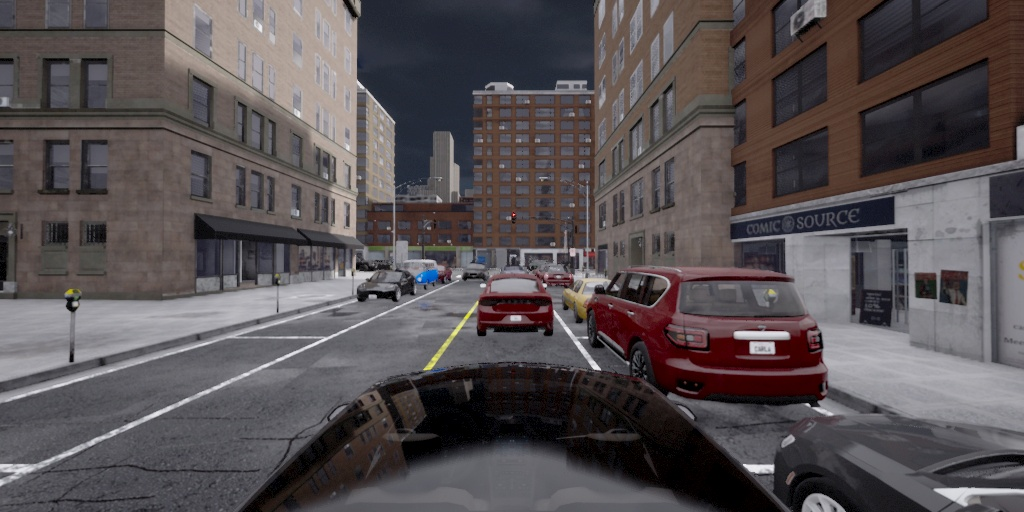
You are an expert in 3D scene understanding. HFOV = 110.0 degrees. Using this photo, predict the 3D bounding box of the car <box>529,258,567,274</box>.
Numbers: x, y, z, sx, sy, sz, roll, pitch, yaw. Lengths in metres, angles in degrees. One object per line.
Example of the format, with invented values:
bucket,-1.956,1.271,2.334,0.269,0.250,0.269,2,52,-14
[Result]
car,4.358,1.215,44.178,4.553,1.767,2.097,0,-1,0

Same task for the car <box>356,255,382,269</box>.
car,-18.341,0.872,41.099,5.566,2.045,2.150,1,-1,0

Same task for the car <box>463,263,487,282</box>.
car,-2.912,1.316,29.934,1.837,1.490,4.892,1,0,1

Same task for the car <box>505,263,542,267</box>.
car,0.118,1.273,18.041,2.128,1.511,4.902,0,0,0

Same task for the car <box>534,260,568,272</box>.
car,2.693,1.232,22.674,1.967,1.591,4.097,0,0,0

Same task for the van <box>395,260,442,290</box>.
van,-5.832,1.133,22.685,1.690,1.789,3.998,0,0,0

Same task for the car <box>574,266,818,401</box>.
car,2.674,1.072,6.226,2.192,1.841,5.009,0,0,0

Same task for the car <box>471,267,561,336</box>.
car,0.058,1.243,10.488,1.882,1.535,5.008,0,0,-1

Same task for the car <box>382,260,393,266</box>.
car,-15.596,1.218,44.324,4.892,1.490,1.837,0,-1,0

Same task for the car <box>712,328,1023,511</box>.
car,2.668,1.299,0.744,2.007,1.370,4.403,0,0,0

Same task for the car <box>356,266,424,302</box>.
car,-5.838,1.345,17.203,1.948,1.339,4.313,0,0,0

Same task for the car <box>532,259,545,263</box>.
car,2.700,1.245,28.157,1.967,1.591,4.097,0,0,0

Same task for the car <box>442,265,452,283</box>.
car,-5.826,1.350,28.168,1.888,1.381,4.507,0,0,0

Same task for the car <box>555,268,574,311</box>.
car,2.681,1.293,11.878,1.751,1.417,4.829,0,0,0
